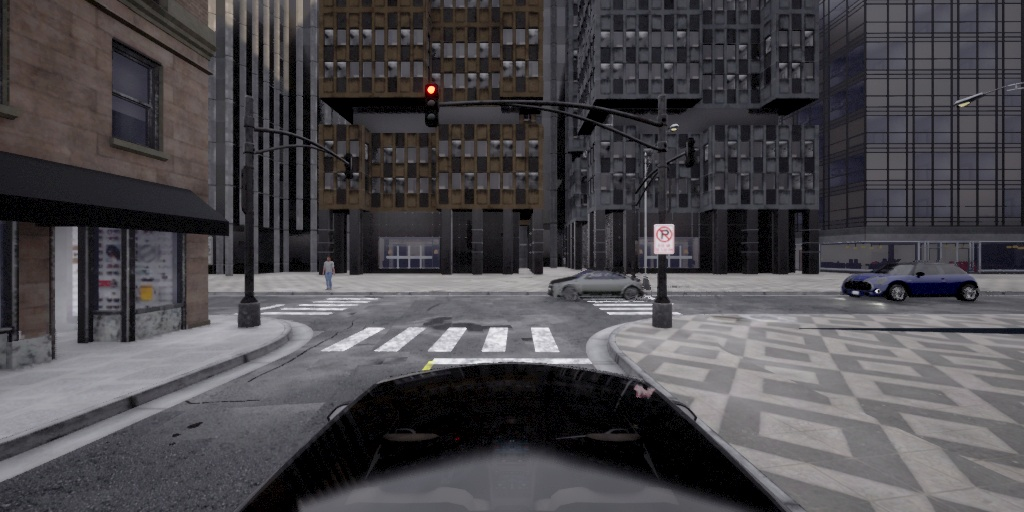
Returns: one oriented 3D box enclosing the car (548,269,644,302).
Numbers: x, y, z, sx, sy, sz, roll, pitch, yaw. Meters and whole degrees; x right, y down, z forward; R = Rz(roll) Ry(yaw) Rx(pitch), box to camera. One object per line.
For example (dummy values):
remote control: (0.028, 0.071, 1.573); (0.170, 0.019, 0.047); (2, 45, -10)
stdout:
car: (3.758, 1.306, 16.360); (4.181, 1.385, 1.994); (0, 0, 0)

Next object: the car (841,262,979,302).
car: (17.848, 1.074, 16.263); (4.553, 1.767, 2.097); (0, 0, 0)

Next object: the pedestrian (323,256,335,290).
pedestrian: (-9.929, 0.902, 19.486); (0.375, 1.860, 0.375); (0, 0, 0)
